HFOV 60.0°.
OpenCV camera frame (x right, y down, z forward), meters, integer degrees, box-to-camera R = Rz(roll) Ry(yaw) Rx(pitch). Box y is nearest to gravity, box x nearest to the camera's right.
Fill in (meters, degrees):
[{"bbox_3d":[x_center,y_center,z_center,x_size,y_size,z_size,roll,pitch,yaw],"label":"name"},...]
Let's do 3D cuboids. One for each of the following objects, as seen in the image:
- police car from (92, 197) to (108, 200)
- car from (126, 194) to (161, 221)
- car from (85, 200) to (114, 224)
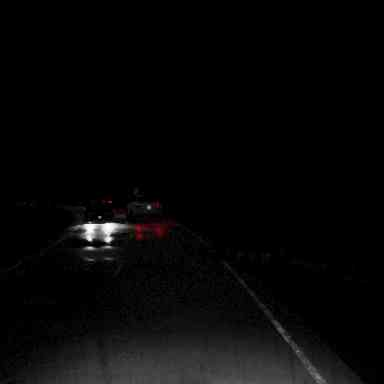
[{"bbox_3d":[-12.364,1.452,44.191,2.038,1.542,4.974,0,1,-37],"label":"police car"},{"bbox_3d":[-3.971,1.178,26.875,2.150,2.045,5.566,0,0,-18],"label":"car"},{"bbox_3d":[-6.896,1.531,24.729,1.994,1.385,4.181,0,0,-17],"label":"car"}]
